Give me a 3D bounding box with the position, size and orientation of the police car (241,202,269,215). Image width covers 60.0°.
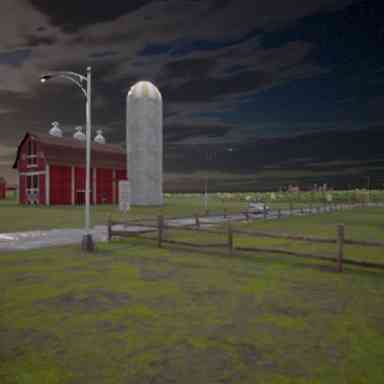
[{"bbox_3d":[7.913,2.092,41.973,2.038,1.542,4.974,0,-1,35],"label":"police car"}]
